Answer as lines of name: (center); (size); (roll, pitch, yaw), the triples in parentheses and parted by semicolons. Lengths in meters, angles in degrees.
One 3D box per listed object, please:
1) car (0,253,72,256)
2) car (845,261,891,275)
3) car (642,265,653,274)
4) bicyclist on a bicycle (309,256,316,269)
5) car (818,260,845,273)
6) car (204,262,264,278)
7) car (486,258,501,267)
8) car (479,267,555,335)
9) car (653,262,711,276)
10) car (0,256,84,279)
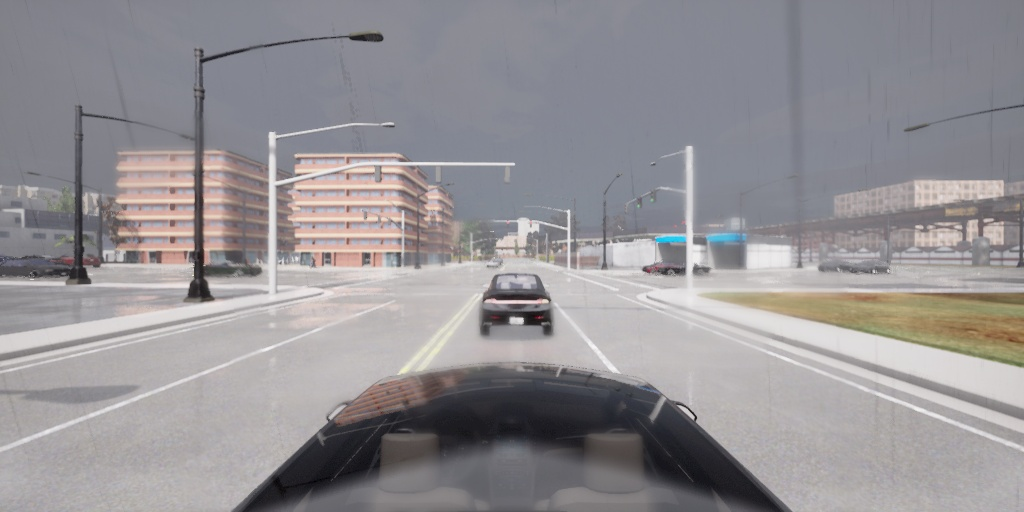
car: (-50.387, 0.624, 37.944); (4.892, 1.490, 1.837); (1, 0, 2)
car: (38.873, 1.254, 38.845); (4.892, 1.490, 1.837); (1, 0, -23)
car: (16.510, 1.309, 39.247); (4.181, 1.385, 1.994); (0, 0, 1)
bicyclist on a bicycle: (-25.939, 0.840, 46.685); (0.582, 1.620, 1.656); (1, 0, 1)
car: (38.450, 1.254, 42.442); (4.892, 1.490, 1.837); (1, 0, -24)
car: (-23.694, 1.178, 30.139); (4.718, 1.301, 1.895); (1, 0, 1)
car: (-3.299, 1.346, 60.483); (1.895, 1.301, 4.718); (0, 0, 1)
car: (0.119, 1.241, 10.408); (2.128, 1.511, 4.902); (0, 0, 0)
car: (17.022, 1.348, 35.710); (4.718, 1.301, 1.895); (0, 0, 1)
car: (-36.247, 0.922, 26.946); (5.357, 1.411, 2.033); (1, 0, 1)
